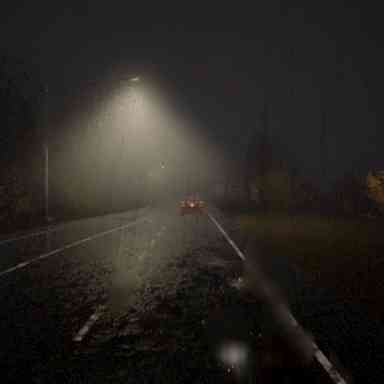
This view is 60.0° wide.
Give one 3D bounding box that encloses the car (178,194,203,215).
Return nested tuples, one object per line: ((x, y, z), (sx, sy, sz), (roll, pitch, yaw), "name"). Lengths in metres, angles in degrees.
((0.007, 1.328, 33.716), (2.097, 1.767, 4.553), (0, 0, 0), "car")

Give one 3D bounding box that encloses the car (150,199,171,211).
((-3.848, 1.568, 40.751), (1.895, 1.301, 4.718), (0, 0, 5), "car")

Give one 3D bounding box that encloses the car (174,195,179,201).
((-3.482, 1.418, 81.505), (2.033, 1.411, 5.357), (0, 0, 0), "car")
